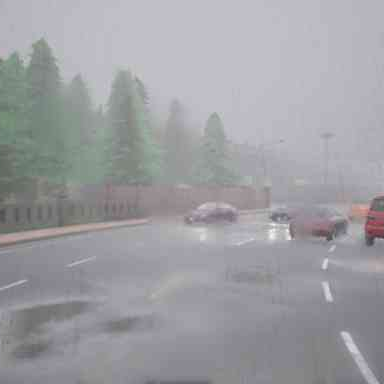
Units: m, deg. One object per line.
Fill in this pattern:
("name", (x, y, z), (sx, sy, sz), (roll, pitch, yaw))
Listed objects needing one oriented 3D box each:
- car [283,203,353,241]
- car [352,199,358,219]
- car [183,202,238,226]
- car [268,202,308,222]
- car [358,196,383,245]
("car", (6.397, 1.487, 16.604), (1.994, 1.385, 4.181), (1, 0, 35))
("car", (13.737, 1.256, 25.789), (2.097, 1.767, 4.553), (1, 1, 40))
("car", (1.382, 1.382, 22.157), (1.812, 1.442, 4.674), (1, 0, 37))
("car", (7.586, 1.426, 24.301), (2.033, 1.411, 5.357), (1, 0, 41))
("car", (9.014, 1.176, 14.521), (2.150, 2.045, 5.566), (1, 1, 35))
